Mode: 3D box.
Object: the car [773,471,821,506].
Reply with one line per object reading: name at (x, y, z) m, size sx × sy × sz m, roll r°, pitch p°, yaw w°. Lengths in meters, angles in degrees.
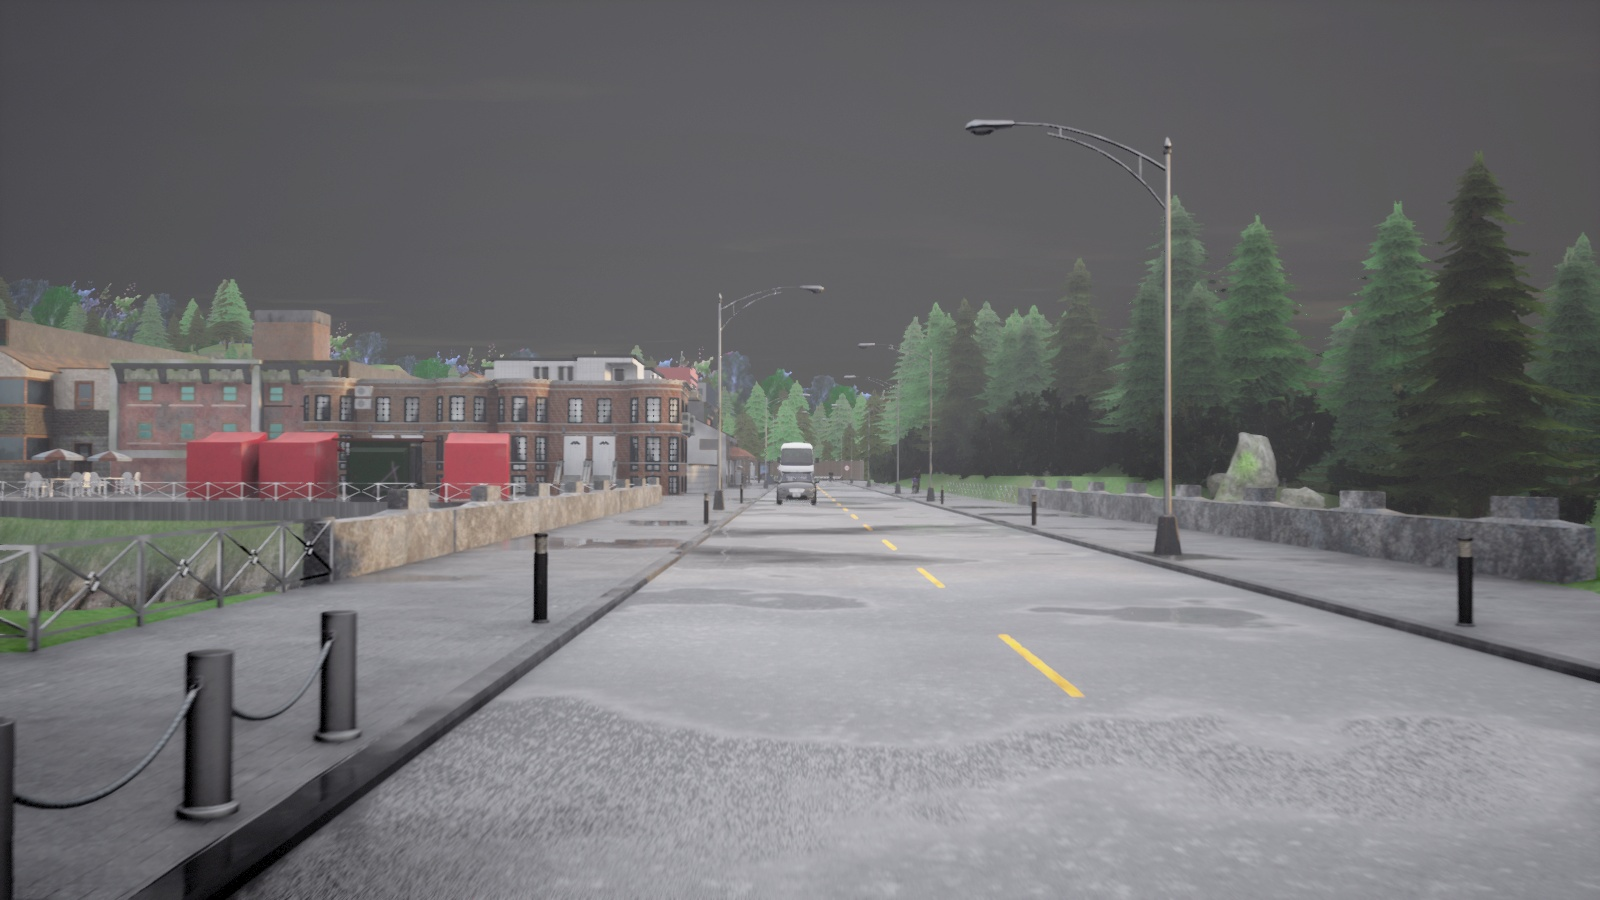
car at (-0.141, 1.740, 57.869) m, size 2.128 × 1.511 × 4.902 m, roll 0°, pitch -1°, yaw 0°
